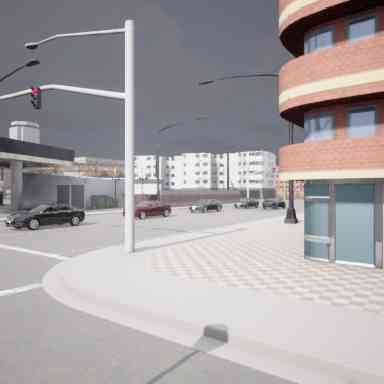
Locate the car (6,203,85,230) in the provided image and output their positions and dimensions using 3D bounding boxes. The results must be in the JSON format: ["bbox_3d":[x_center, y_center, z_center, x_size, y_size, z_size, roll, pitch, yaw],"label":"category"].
[{"bbox_3d":[-9.163,1.505,21.211,1.837,1.490,4.892,0,0,34],"label":"car"}]

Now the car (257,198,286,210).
[{"bbox_3d":[10.822,1.491,43.734,2.128,1.511,4.902,0,0,35],"label":"car"}]

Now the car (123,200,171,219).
[{"bbox_3d":[-3.838,1.478,28.991,1.882,1.535,5.008,0,0,34],"label":"car"}]

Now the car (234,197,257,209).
[{"bbox_3d":[7.490,1.491,45.364,2.128,1.511,4.902,0,0,35],"label":"car"}]

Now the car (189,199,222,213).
[{"bbox_3d":[1.581,1.491,36.838,2.128,1.511,4.902,0,0,35],"label":"car"}]
